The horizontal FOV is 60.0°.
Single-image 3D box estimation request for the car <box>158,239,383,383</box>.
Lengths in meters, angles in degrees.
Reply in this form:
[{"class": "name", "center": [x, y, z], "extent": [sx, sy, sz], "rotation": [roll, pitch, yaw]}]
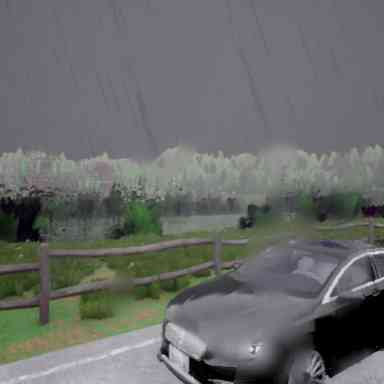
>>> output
[{"class": "car", "center": [1.852, 1.519, 4.960], "extent": [4.902, 1.511, 2.128], "rotation": [0, 0, -36]}]
